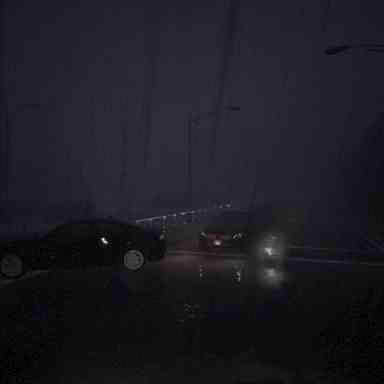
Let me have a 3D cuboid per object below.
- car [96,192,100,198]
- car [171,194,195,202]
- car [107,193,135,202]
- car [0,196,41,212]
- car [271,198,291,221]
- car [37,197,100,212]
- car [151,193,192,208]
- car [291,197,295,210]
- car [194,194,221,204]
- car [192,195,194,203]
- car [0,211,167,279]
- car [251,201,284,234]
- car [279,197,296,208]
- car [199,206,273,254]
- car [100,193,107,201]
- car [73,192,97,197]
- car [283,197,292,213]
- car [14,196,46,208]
[{"bbox_3d":[-21.607,1.300,68.010,3.806,1.475,1.970,0,0,19],"label":"car"},{"bbox_3d":[-1.853,1.260,68.644,4.514,1.523,2.007,0,0,19],"label":"car"},{"bbox_3d":[-13.569,1.048,65.307,4.605,1.855,1.932,0,0,19],"label":"car"},{"bbox_3d":[-15.003,1.356,29.404,3.806,1.475,1.970,0,0,19],"label":"car"},{"bbox_3d":[5.967,1.476,24.877,2.128,1.511,4.902,0,0,19],"label":"car"},{"bbox_3d":[-8.942,1.356,24.187,3.633,1.501,1.845,0,0,19],"label":"car"},{"bbox_3d":[-2.810,1.076,41.731,4.605,1.855,1.932,0,0,19],"label":"car"},{"bbox_3d":[9.924,1.545,36.465,1.994,1.385,4.181,0,0,19],"label":"car"},{"bbox_3d":[1.869,1.128,56.723,5.027,1.636,2.152,0,0,19],"label":"car"},{"bbox_3d":[-2.262,1.054,44.614,3.866,1.878,1.905,0,0,19],"label":"car"},{"bbox_3d":[-3.255,1.476,9.829,5.008,1.535,1.882,0,0,-15],"label":"car"},{"bbox_3d":[4.036,1.491,19.237,1.837,1.490,4.892,0,0,19],"label":"car"},{"bbox_3d":[13.716,1.470,47.584,2.128,1.511,4.902,0,0,19],"label":"car"},{"bbox_3d":[1.871,1.515,13.836,1.812,1.442,4.674,0,0,25],"label":"car"},{"bbox_3d":[-19.954,1.016,70.958,3.866,1.878,1.905,0,0,19],"label":"car"},{"bbox_3d":[-18.265,1.250,53.748,4.514,1.523,2.007,0,0,19],"label":"car"},{"bbox_3d":[7.864,1.488,30.434,1.837,1.490,4.892,0,0,19],"label":"car"},{"bbox_3d":[-21.533,1.274,44.304,3.633,1.501,1.845,0,0,19],"label":"car"}]
